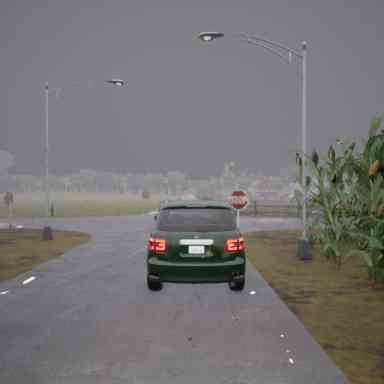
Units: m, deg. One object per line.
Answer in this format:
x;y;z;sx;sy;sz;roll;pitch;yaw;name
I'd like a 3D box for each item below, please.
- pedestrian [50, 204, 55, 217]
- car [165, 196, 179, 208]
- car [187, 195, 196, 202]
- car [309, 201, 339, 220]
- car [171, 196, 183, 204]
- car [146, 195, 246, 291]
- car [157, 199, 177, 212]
-12.236;1.613;29.176;0.500;1.100;0.500;0;2;0;pedestrian
-2.929;1.468;50.279;1.882;1.535;5.008;0;0;0;car
-0.140;1.476;75.409;1.882;1.535;5.008;0;0;0;car
11.718;1.469;26.181;4.902;1.511;2.128;0;2;-3;car
-2.909;1.559;65.221;1.994;1.385;4.181;0;0;1;car
0.087;1.217;9.161;2.150;2.045;5.566;0;0;0;car
-2.921;1.553;39.842;1.994;1.385;4.181;0;0;0;car
